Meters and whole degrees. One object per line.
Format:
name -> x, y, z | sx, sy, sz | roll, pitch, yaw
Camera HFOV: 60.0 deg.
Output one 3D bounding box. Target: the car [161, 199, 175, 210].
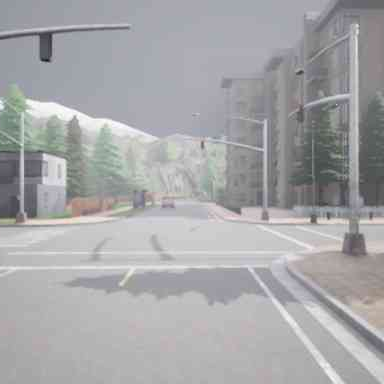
car -> -3.522, 1.825, 49.515 | 1.812, 1.442, 4.674 | 0, 0, 0
